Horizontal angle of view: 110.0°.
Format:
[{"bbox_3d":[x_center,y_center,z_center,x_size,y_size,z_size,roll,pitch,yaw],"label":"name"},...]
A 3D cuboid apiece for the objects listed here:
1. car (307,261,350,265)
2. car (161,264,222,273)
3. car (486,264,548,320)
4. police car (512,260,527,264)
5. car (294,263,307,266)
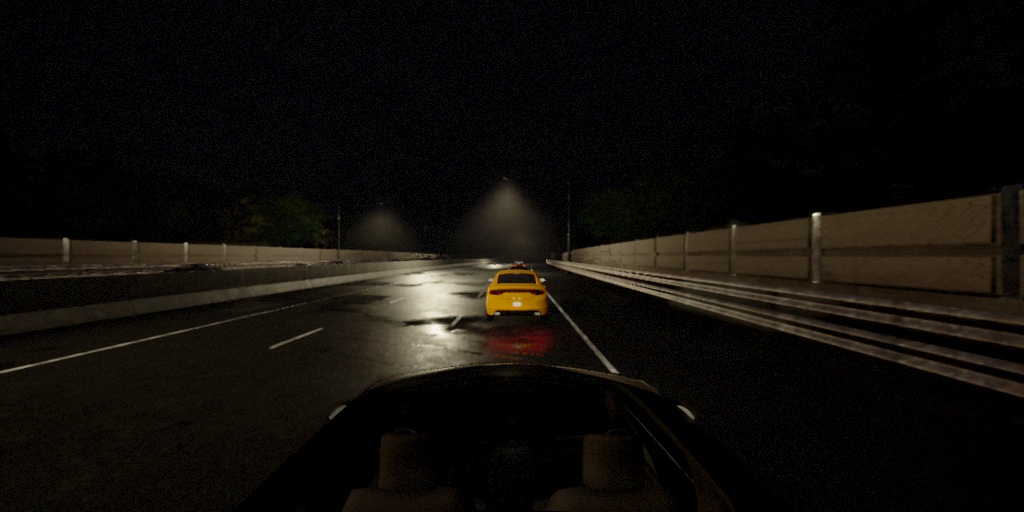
[{"bbox_3d":[-17.101,1.234,34.742,2.128,1.511,4.902,0,0,2],"label":"car"},{"bbox_3d":[-24.292,1.292,27.291,1.994,1.385,4.181,0,0,1],"label":"car"},{"bbox_3d":[0.170,1.223,12.688,1.882,1.535,5.008,0,0,1],"label":"car"},{"bbox_3d":[0.892,1.288,43.710,2.038,1.542,4.974,0,0,2],"label":"police car"},{"bbox_3d":[-20.600,1.339,34.932,1.895,1.301,4.718,0,0,2],"label":"car"}]
